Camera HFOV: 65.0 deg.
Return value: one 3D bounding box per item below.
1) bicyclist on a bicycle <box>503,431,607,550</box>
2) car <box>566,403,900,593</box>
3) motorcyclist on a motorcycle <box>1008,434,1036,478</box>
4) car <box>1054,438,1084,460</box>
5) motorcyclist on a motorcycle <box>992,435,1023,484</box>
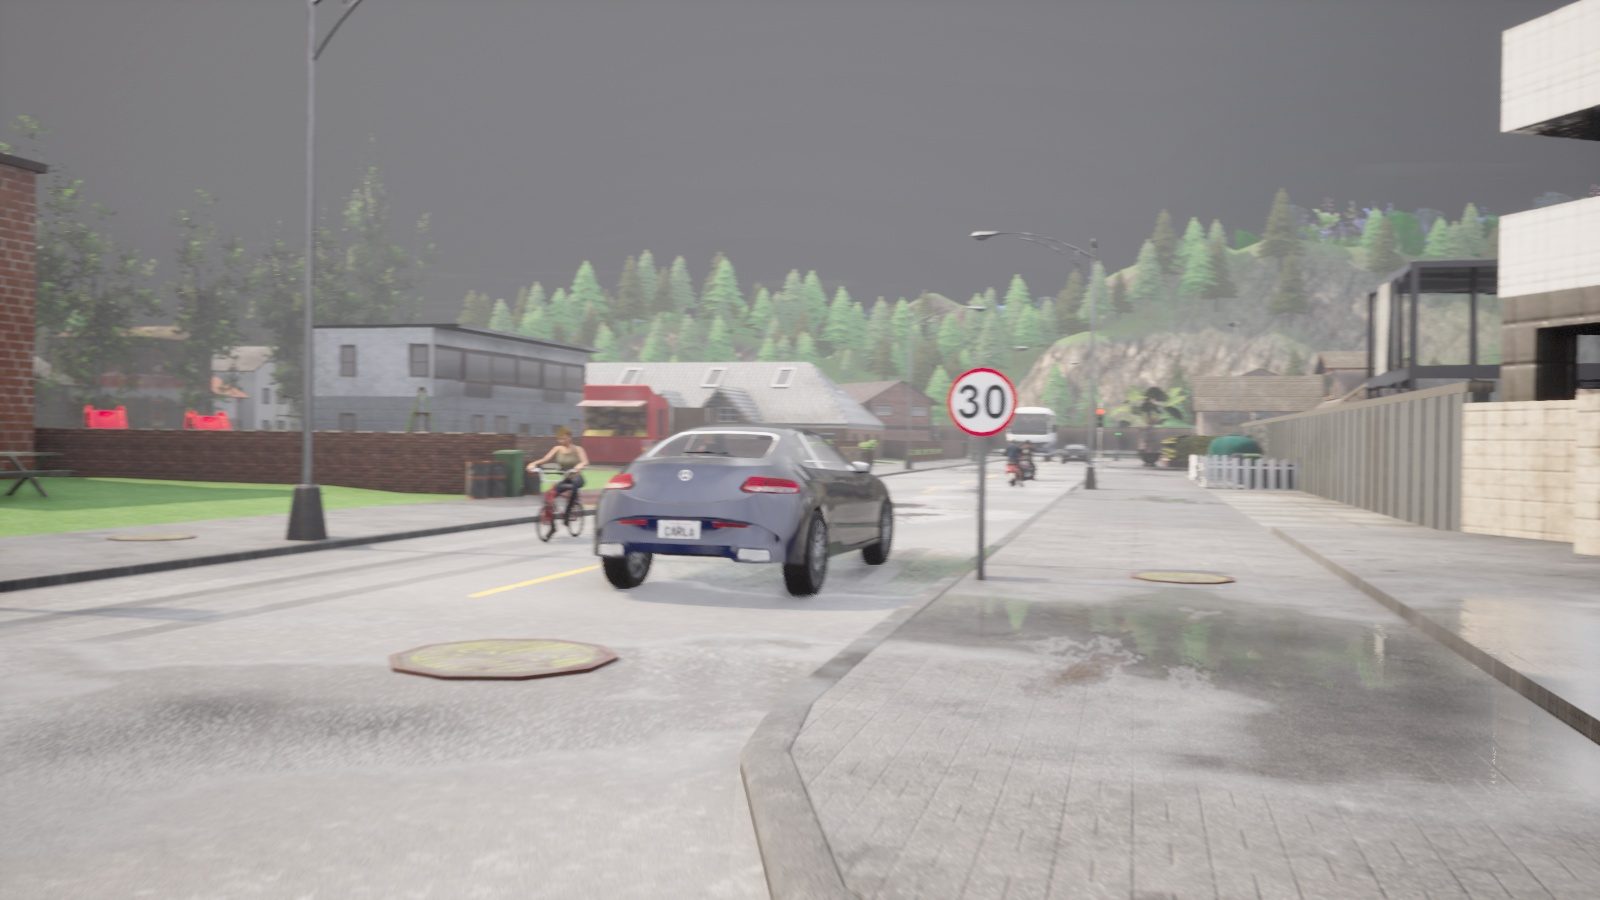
[{"bbox_3d":[-3.445,0.537,17.788,0.866,1.612,1.509,0,1,15],"label":"bicyclist on a bicycle"},{"bbox_3d":[-0.441,0.400,13.611,2.152,1.651,5.027,0,1,15],"label":"car"},{"bbox_3d":[8.618,0.226,48.692,0.766,1.649,2.350,0,0,17],"label":"motorcyclist on a motorcycle"},{"bbox_3d":[18.647,-0.076,86.974,1.812,1.442,4.674,0,1,15],"label":"car"},{"bbox_3d":[6.913,0.297,41.751,0.866,1.590,1.817,0,1,15],"label":"motorcyclist on a motorcycle"}]
